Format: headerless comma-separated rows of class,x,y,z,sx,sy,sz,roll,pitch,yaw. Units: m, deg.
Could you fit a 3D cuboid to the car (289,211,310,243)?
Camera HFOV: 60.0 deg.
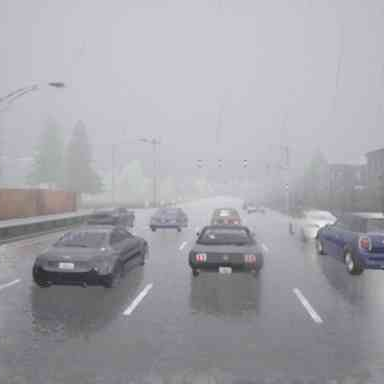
car,6.175,1.652,16.761,1.812,1.442,4.674,0,0,6

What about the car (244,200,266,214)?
car,7.403,1.873,38.709,1.895,1.301,4.718,0,0,6

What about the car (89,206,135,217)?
car,-4.912,1.629,20.907,1.837,1.490,4.892,0,0,6

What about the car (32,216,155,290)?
car,-2.574,1.619,9.372,1.994,1.385,4.181,0,0,6

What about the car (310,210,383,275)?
car,5.563,1.437,10.764,2.097,1.767,4.553,0,0,6

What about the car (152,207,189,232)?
car,-1.367,1.683,21.180,2.033,1.411,5.357,0,0,6

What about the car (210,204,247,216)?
car,2.085,1.688,20.531,2.033,1.411,5.357,0,0,6

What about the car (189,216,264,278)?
car,1.059,1.672,10.459,1.895,1.301,4.718,0,0,6
